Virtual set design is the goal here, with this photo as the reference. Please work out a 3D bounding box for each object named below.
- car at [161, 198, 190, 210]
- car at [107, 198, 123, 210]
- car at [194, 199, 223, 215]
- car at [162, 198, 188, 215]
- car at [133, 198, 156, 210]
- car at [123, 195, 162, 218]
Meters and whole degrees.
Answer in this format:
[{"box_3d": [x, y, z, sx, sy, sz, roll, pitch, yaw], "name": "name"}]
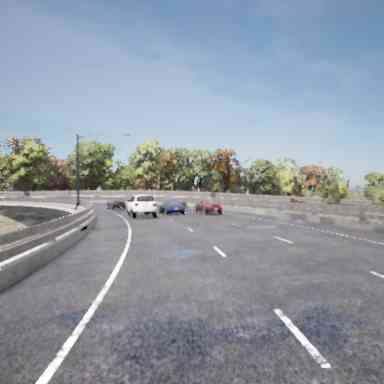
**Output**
[{"box_3d": [-2.308, 1.547, 44.544, 2.033, 1.411, 5.357, -1, 0, -24], "name": "car"}, {"box_3d": [-10.294, 1.596, 45.191, 1.837, 1.490, 4.892, -1, 1, -27], "name": "car"}, {"box_3d": [1.619, 1.487, 33.976, 1.812, 1.442, 4.674, -1, 0, -18], "name": "car"}, {"box_3d": [-2.157, 1.567, 34.250, 1.994, 1.385, 4.181, -1, 0, -18], "name": "car"}, {"box_3d": [-6.500, 1.611, 45.369, 1.994, 1.385, 4.181, -1, 0, -25], "name": "car"}, {"box_3d": [-4.714, 1.256, 30.919, 2.150, 2.045, 5.566, -1, 0, -18], "name": "car"}]
